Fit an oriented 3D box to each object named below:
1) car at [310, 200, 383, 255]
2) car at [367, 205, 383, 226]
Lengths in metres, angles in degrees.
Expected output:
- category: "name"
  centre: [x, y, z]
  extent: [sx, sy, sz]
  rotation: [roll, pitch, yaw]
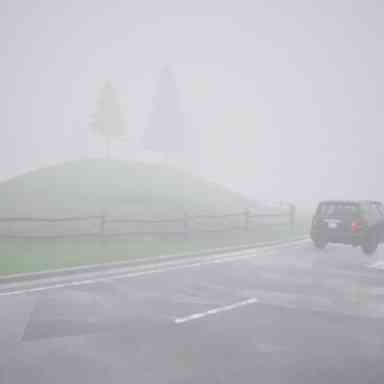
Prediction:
- category: "car"
  centre: [7.090, 1.348, 14.244]
  extent: [2.150, 2.045, 5.566]
  rotation: [0, 0, 44]
- category: "car"
  centre: [15.153, 1.823, 26.345]
  extent: [1.994, 1.385, 4.181]
  rotation: [0, 0, 23]
